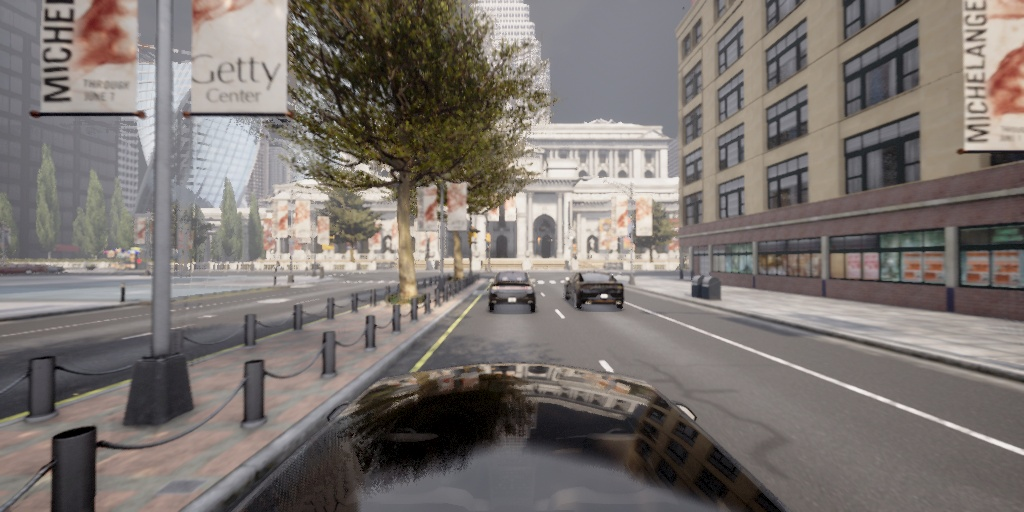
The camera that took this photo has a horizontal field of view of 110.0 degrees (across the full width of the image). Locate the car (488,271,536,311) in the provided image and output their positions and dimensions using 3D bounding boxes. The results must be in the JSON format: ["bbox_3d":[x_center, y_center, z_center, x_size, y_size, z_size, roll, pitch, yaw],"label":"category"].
[{"bbox_3d":[0.021,1.391,15.337,2.128,1.511,4.902,0,0,0],"label":"car"}]

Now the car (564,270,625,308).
[{"bbox_3d":[3.528,1.383,16.089,1.882,1.535,5.008,0,0,1],"label":"car"}]
